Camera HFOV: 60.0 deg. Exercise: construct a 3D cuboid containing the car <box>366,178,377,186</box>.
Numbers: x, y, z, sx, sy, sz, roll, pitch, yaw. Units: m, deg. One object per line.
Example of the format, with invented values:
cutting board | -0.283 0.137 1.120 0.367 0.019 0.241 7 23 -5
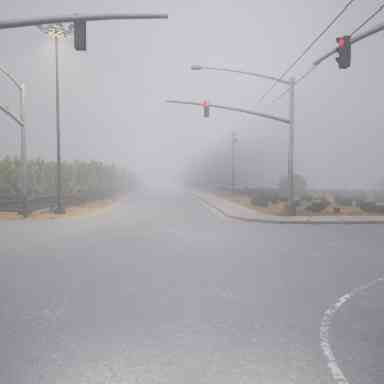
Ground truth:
car | 42.091 -2.341 77.688 1.905 1.878 3.866 10 10 41
